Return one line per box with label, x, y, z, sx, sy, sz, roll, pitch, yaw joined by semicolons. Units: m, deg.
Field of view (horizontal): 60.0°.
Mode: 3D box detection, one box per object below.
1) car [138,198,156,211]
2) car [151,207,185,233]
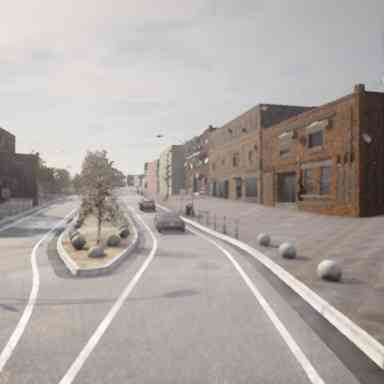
car;-5.645;1.508;41.314;2.128;1.511;4.902;0;2;-14
car;-1.754;2.113;24.591;1.994;1.385;4.181;0;1;-11
